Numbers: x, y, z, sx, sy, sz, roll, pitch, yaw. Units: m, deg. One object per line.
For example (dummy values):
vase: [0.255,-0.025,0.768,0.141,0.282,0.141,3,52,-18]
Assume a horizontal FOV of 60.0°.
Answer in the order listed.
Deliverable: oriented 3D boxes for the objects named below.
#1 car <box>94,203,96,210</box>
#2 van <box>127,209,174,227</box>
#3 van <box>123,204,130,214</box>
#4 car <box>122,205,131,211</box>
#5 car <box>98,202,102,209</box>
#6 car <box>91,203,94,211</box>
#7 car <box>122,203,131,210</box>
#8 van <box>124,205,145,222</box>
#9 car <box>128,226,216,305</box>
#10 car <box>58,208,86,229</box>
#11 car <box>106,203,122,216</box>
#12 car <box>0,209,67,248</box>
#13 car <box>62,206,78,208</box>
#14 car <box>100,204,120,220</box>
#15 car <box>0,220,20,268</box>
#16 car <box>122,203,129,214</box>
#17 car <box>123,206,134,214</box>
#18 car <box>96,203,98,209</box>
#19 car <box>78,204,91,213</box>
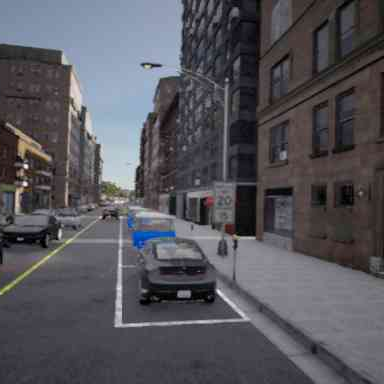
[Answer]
car: [-21.386,3.257,68.189,1.947,1.339,4.313,2,-2,-12]
van: [-1.771,1.789,14.277,1.690,1.788,3.998,2,-2,-12]
van: [-5.300,2.250,30.949,1.690,1.788,3.998,2,-2,-12]
car: [-15.890,3.833,80.957,2.008,1.369,4.403,2,-2,-12]
car: [-24.911,3.588,84.864,1.967,1.590,4.097,2,-2,-12]
car: [-20.210,3.084,62.632,1.887,1.381,4.507,2,-2,-12]
car: [-17.059,3.750,86.522,2.192,1.841,5.009,2,-2,-12]
van: [-4.124,2.097,25.392,1.690,1.788,3.998,2,-2,-12]
car: [-0.601,1.845,8.713,2.008,1.369,4.403,2,-2,-12]
car: [-9.993,2.226,26.635,1.895,1.301,4.718,2,-2,-12]
car: [-12.195,2.897,51.238,1.837,1.490,4.892,2,-2,-12]
car: [-7.920,1.832,16.836,1.882,1.535,5.008,2,-2,-12]
car: [-15.506,2.494,40.402,1.947,1.339,4.313,2,-2,-12]
car: [-9.969,2.605,40.739,1.837,1.490,4.892,2,-2,-12]
car: [-5.988,1.592,7.687,2.128,1.511,4.902,2,-2,-12]
car: [-10.140,2.928,51.812,1.801,1.575,5.366,2,-2,-12]
car: [-12.362,3.370,64.285,1.887,1.381,4.507,2,-2,-12]
car: [-22.559,3.284,73.750,1.967,1.590,4.097,2,-2,-12]
car: [-19.034,2.937,57.075,2.008,1.369,4.403,2,-2,-12]
